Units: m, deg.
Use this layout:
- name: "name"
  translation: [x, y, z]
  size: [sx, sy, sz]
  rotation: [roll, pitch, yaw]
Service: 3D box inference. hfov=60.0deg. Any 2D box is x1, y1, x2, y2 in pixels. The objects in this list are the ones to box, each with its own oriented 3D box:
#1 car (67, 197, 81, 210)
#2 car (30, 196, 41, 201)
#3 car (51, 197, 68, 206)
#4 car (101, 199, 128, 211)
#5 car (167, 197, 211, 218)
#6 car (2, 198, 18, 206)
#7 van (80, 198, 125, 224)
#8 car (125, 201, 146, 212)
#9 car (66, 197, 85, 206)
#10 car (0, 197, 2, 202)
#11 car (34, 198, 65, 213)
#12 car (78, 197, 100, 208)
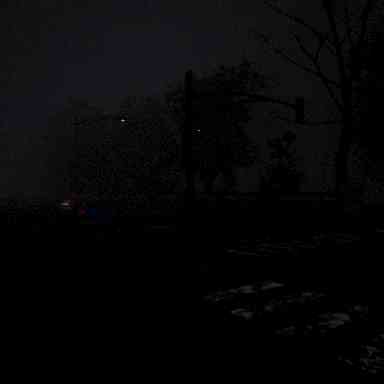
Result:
- name: "car"
  translation: [-15.656, 1.768, 47.067]
  size: [1.895, 1.301, 4.718]
  rotation: [0, 0, -36]
- name: "car"
  translation: [-37.126, 1.780, 80.672]
  size: [1.887, 1.381, 4.507]
  rotation: [-1, 0, -36]
- name: "car"
  translation: [-21.206, 1.692, 54.485]
  size: [1.837, 1.490, 4.892]
  rotation: [0, 0, -36]
- name: "car"
  translation: [-10.495, 1.666, 44.558]
  size: [1.752, 1.417, 4.829]
  rotation: [-1, 0, -36]
- name: "car"
  translation: [-0.360, 1.424, 30.852]
  size: [2.192, 1.841, 5.009]
  rotation: [-1, 0, -36]
- name: "car"
  translation: [-33.870, 1.817, 62.423]
  size: [1.947, 1.339, 4.313]
  rotation: [-1, 0, -36]
- name: "van"
  translation: [-7.101, 1.502, 26.227]
  size: [1.690, 1.788, 3.998]
  rotation: [-1, 0, -36]
- name: "car"
  translation: [-7.048, 1.712, 39.898]
  size: [1.802, 1.307, 4.206]
  rotation: [-1, 0, -36]
- name: "car"
  translation: [-20.644, 1.652, 58.795]
  size: [1.882, 1.535, 5.008]
  rotation: [0, 0, -36]
- name: "car"
  translation: [-47.033, 1.844, 80.665]
  size: [1.887, 1.381, 4.507]
  rotation: [-1, 0, -36]
- name: "car"
  translation: [-17.138, 1.744, 39.801]
  size: [2.008, 1.369, 4.403]
  rotation: [-1, 0, -36]
- name: "car"
  translation: [-16.477, 1.664, 53.171]
  size: [1.837, 1.490, 4.892]
  rotation: [0, 0, -36]
